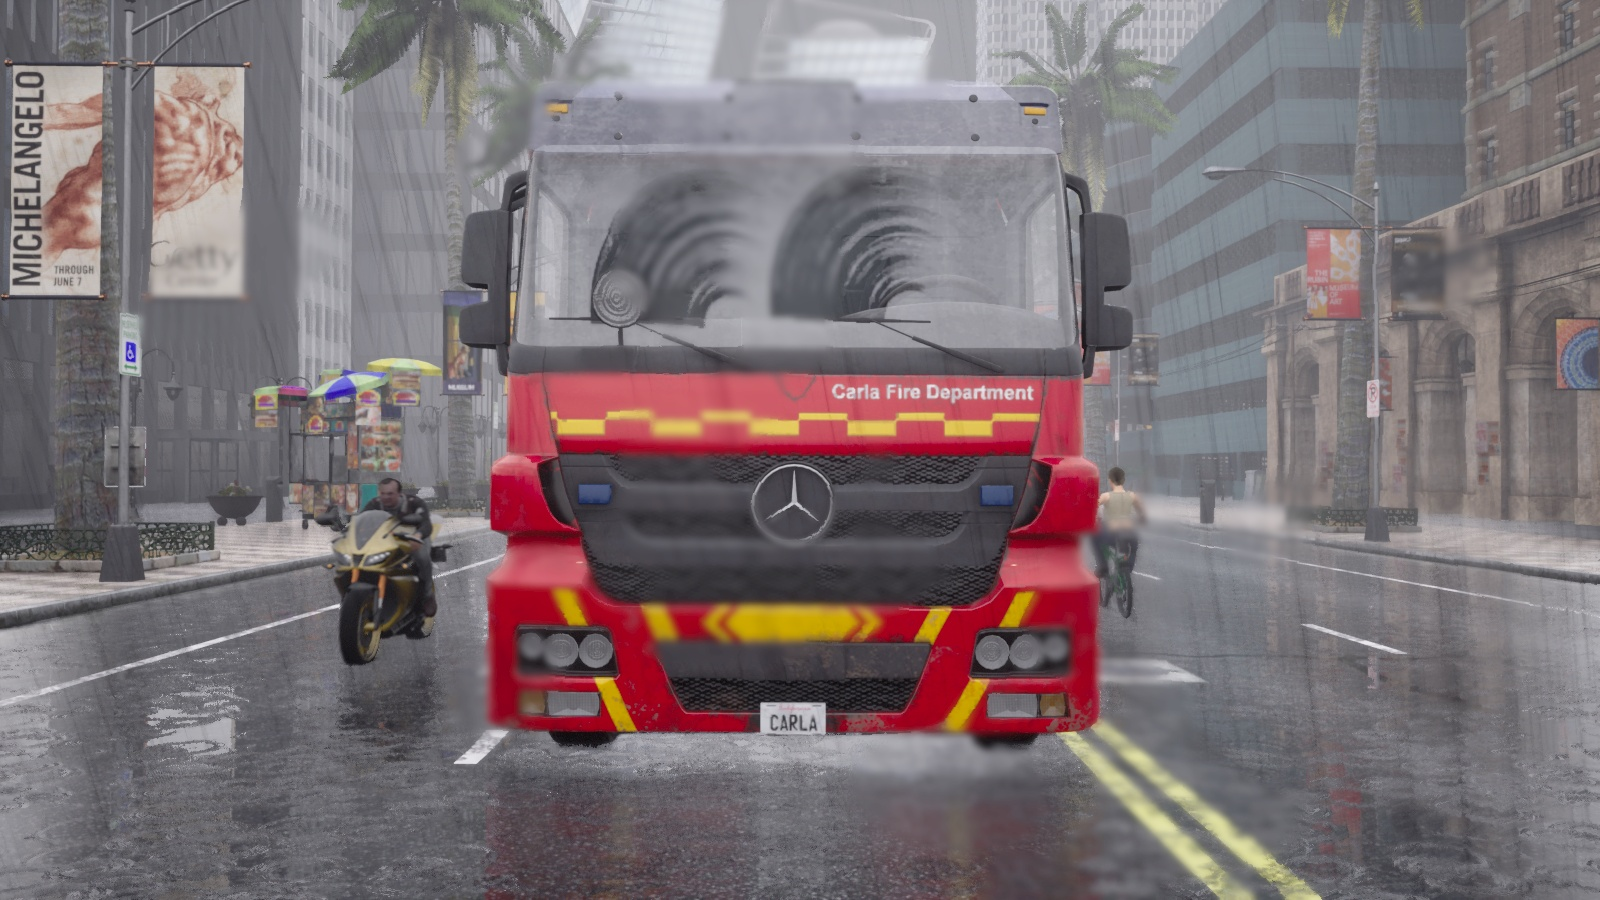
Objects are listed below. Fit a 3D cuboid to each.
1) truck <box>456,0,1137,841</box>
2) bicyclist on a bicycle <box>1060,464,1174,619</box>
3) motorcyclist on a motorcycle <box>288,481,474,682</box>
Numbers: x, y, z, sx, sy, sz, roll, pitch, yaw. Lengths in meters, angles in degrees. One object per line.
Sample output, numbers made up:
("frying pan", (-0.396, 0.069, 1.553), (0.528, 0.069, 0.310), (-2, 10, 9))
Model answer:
("truck", (-0.025, -0.189, 9.594), (2.891, 3.827, 8.468), (0, -1, 0))
("bicyclist on a bicycle", (3.478, 0.970, 13.915), (0.866, 1.612, 1.509), (0, -1, 0))
("motorcyclist on a motorcycle", (-3.521, 1.045, 10.801), (0.866, 1.530, 2.191), (0, -1, 0))
